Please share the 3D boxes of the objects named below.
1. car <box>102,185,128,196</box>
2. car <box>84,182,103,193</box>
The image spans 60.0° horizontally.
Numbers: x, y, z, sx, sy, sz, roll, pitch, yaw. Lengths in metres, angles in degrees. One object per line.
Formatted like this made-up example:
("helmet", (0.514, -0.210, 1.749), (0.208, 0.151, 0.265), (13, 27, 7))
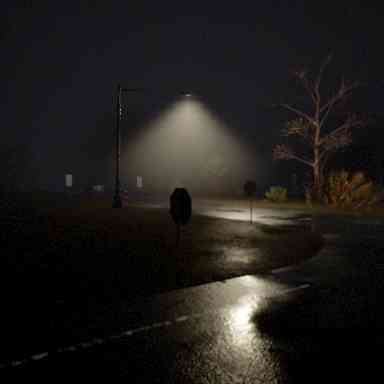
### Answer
("car", (-11.820, -0.108, 51.755), (1.895, 1.301, 4.718), (0, 2, -36))
("car", (-17.639, -0.809, 59.877), (2.150, 2.045, 5.566), (0, 2, -36))
